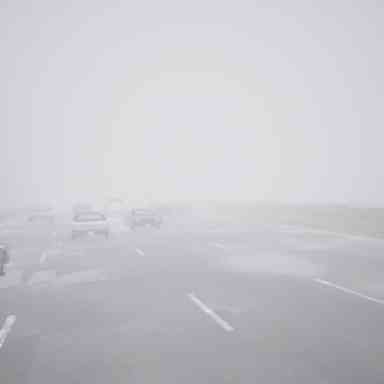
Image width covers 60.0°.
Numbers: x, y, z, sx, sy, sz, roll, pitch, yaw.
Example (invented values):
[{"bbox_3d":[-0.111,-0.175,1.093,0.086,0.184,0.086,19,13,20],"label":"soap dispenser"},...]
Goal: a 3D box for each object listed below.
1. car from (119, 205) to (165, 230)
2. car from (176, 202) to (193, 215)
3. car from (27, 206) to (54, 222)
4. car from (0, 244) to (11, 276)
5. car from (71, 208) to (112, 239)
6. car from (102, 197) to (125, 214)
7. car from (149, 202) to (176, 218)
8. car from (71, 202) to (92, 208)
[{"bbox_3d":[-3.506,1.793,22.685,1.895,1.301,4.718,0,0,-20],"label":"car"},{"bbox_3d":[-1.364,1.839,37.602,1.994,1.385,4.181,0,0,-20],"label":"car"},{"bbox_3d":[-13.450,1.939,29.790,1.895,1.301,4.718,0,0,-20],"label":"car"},{"bbox_3d":[-5.590,1.654,7.604,2.033,1.411,5.357,0,0,-20],"label":"car"},{"bbox_3d":[-5.810,1.787,18.710,1.895,1.301,4.718,0,0,-20],"label":"car"},{"bbox_3d":[-9.113,1.579,38.503,2.150,2.045,5.566,0,0,-20],"label":"car"},{"bbox_3d":[-3.497,1.742,33.137,1.882,1.535,5.008,0,0,-20],"label":"car"},{"bbox_3d":[-11.791,1.840,35.586,1.882,1.535,5.008,0,-1,-20],"label":"car"}]
